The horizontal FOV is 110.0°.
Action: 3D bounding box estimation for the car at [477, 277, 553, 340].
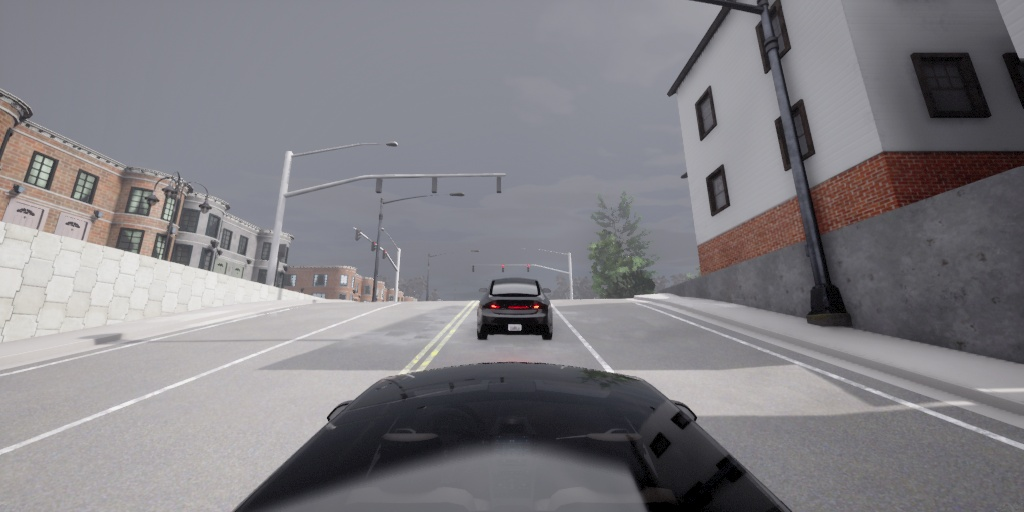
[{"bbox_3d":[0.079,1.351,10.332,1.837,1.490,4.892,0,0,0],"label":"car"}]
